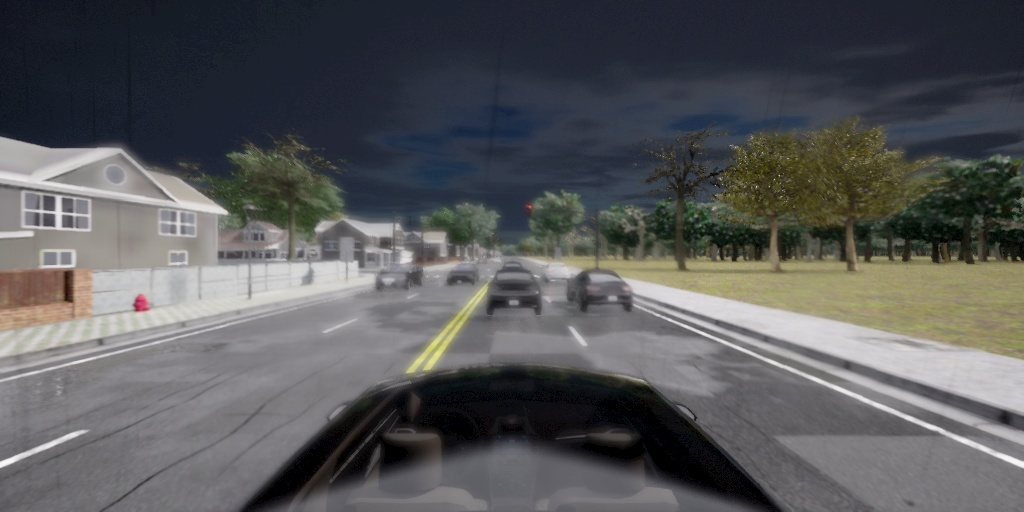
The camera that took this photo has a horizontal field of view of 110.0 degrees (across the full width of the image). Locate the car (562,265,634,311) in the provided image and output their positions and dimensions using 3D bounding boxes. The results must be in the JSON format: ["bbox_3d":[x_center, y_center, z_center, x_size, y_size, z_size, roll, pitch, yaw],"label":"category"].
[{"bbox_3d":[3.322,1.249,14.083,1.812,1.442,4.674,0,0,0],"label":"car"}]

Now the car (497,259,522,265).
[{"bbox_3d":[0.061,1.196,26.898,1.837,1.490,4.892,0,-1,0],"label":"car"}]

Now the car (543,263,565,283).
[{"bbox_3d":[3.314,1.220,27.229,1.812,1.442,4.674,0,0,0],"label":"car"}]

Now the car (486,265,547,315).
[{"bbox_3d":[0.071,1.226,13.460,1.837,1.490,4.892,0,-1,0],"label":"car"}]

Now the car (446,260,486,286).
[{"bbox_3d":[-3.292,1.245,25.293,2.033,1.411,5.357,0,0,1],"label":"car"}]

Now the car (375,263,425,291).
[{"bbox_3d":[-6.569,1.199,21.502,2.128,1.511,4.902,0,0,0],"label":"car"}]

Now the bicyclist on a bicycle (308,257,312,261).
[{"bbox_3d":[-24.632,0.996,43.801,0.582,1.620,1.656,0,0,0],"label":"bicyclist on a bicycle"}]
